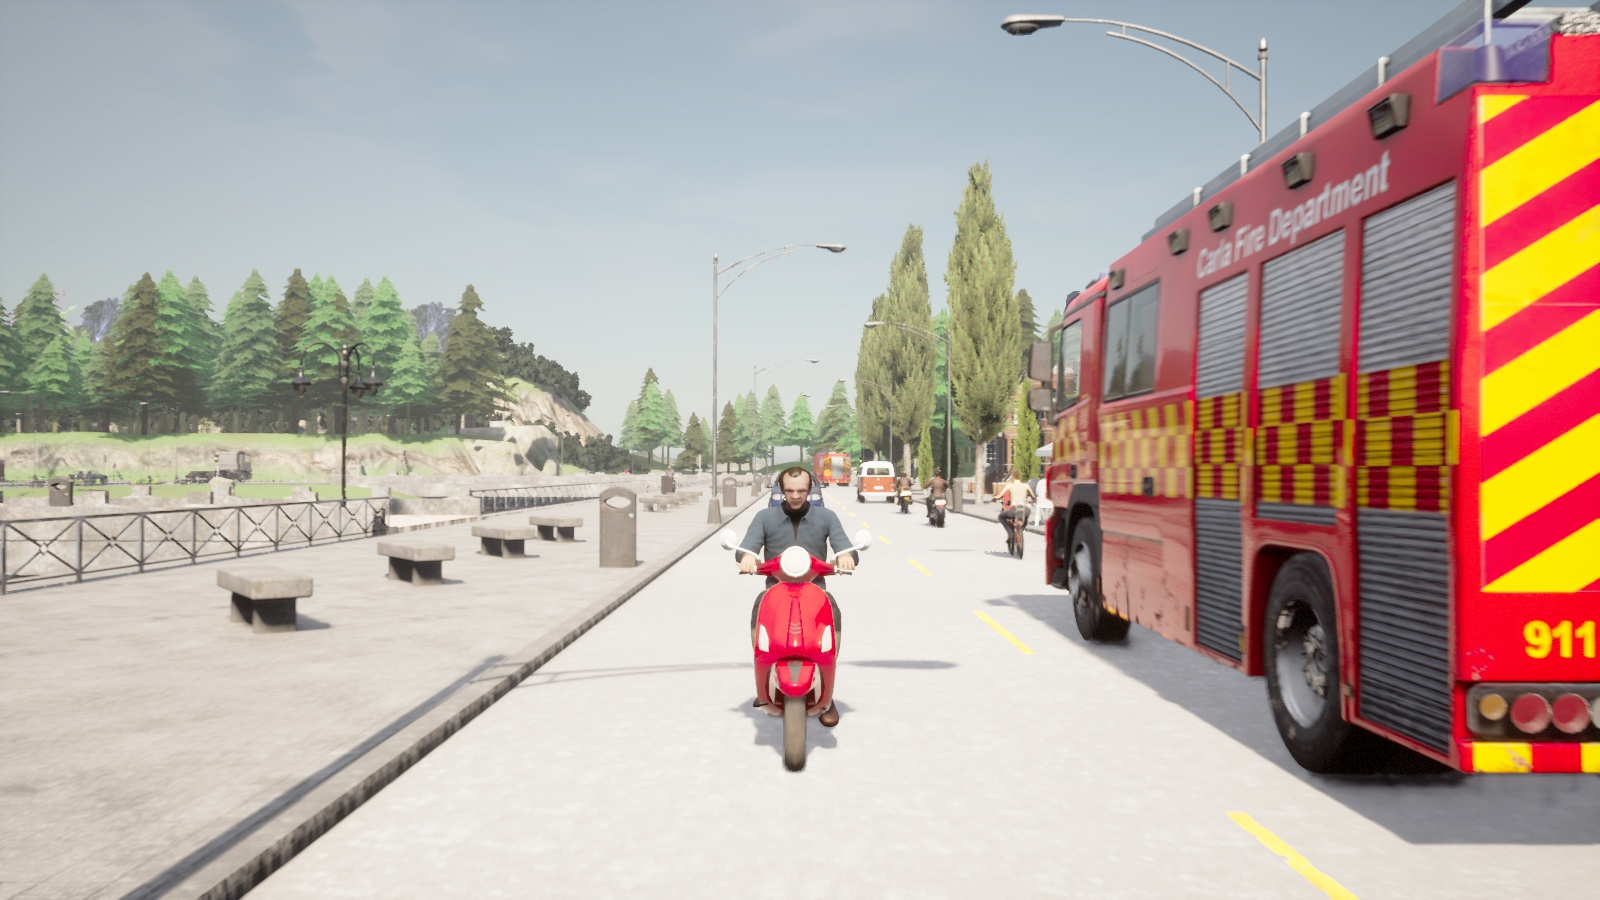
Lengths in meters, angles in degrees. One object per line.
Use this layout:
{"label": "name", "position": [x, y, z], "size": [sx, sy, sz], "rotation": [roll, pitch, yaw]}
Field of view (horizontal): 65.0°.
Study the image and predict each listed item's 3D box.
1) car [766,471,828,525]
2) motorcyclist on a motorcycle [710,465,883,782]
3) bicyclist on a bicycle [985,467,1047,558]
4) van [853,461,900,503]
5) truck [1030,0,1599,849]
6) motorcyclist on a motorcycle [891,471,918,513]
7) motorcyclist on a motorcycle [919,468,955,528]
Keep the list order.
{"label": "car", "position": [-0.099, 1.431, 38.098], "size": [1.789, 1.549, 3.705], "rotation": [0, -1, 0]}
{"label": "motorcyclist on a motorcycle", "position": [-0.019, 0.890, 7.249], "size": [0.866, 1.590, 1.817], "rotation": [0, -1, 0]}
{"label": "bicyclist on a bicycle", "position": [3.939, 1.121, 23.053], "size": [0.866, 1.612, 1.509], "rotation": [0, -1, 0]}
{"label": "van", "position": [3.833, 1.587, 63.549], "size": [2.069, 2.038, 4.480], "rotation": [0, -1, 0]}
{"label": "truck", "position": [3.970, -0.208, 9.427], "size": [2.891, 3.827, 8.468], "rotation": [0, -1, 0]}
{"label": "motorcyclist on a motorcycle", "position": [3.878, 1.564, 46.737], "size": [0.797, 1.523, 2.044], "rotation": [0, -1, 0]}
{"label": "motorcyclist on a motorcycle", "position": [3.905, 1.352, 36.019], "size": [0.766, 1.649, 2.350], "rotation": [0, -1, 0]}
